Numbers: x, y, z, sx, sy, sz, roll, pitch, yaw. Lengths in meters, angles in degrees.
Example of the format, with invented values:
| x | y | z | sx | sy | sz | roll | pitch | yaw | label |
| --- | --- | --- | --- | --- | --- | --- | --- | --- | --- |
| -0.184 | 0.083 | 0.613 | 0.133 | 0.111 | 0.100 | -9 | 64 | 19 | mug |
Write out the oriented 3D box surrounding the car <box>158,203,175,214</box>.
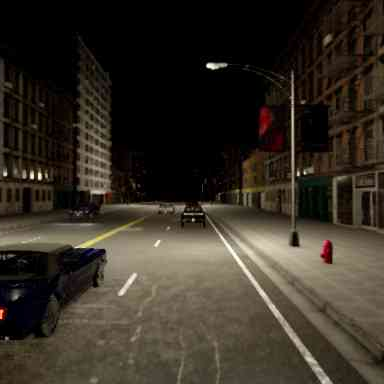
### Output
| x | y | z | sx | sy | sz | roll | pitch | yaw | label |
| --- | --- | --- | --- | --- | --- | --- | --- | --- | --- |
| -3.171 | 2.091 | 42.070 | 1.895 | 1.301 | 4.718 | 0 | -1 | 0 | car |

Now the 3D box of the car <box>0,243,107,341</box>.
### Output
| x | y | z | sx | sy | sz | roll | pitch | yaw | label |
| --- | --- | --- | --- | --- | --- | --- | --- | --- | --- |
| -3.154 | 1.680 | 6.688 | 1.895 | 1.301 | 4.718 | 0 | -1 | 0 | car |

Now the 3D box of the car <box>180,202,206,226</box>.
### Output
| x | y | z | sx | sy | sz | roll | pitch | yaw | label |
| --- | --- | --- | --- | --- | --- | --- | --- | --- | --- |
| 0.088 | 1.796 | 25.970 | 2.128 | 1.511 | 4.902 | 0 | -1 | 0 | car |

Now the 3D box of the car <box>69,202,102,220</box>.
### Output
| x | y | z | sx | sy | sz | roll | pitch | yaw | label |
| --- | --- | --- | --- | --- | --- | --- | --- | --- | --- |
| -9.764 | 1.688 | 30.753 | 1.812 | 1.442 | 4.674 | 0 | -1 | 0 | car |

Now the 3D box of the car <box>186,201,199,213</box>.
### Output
| x | y | z | sx | sy | sz | roll | pitch | yaw | label |
| --- | --- | --- | --- | --- | --- | --- | --- | --- | --- |
| 0.081 | 2.068 | 46.544 | 1.812 | 1.442 | 4.674 | 0 | -1 | 0 | car |
